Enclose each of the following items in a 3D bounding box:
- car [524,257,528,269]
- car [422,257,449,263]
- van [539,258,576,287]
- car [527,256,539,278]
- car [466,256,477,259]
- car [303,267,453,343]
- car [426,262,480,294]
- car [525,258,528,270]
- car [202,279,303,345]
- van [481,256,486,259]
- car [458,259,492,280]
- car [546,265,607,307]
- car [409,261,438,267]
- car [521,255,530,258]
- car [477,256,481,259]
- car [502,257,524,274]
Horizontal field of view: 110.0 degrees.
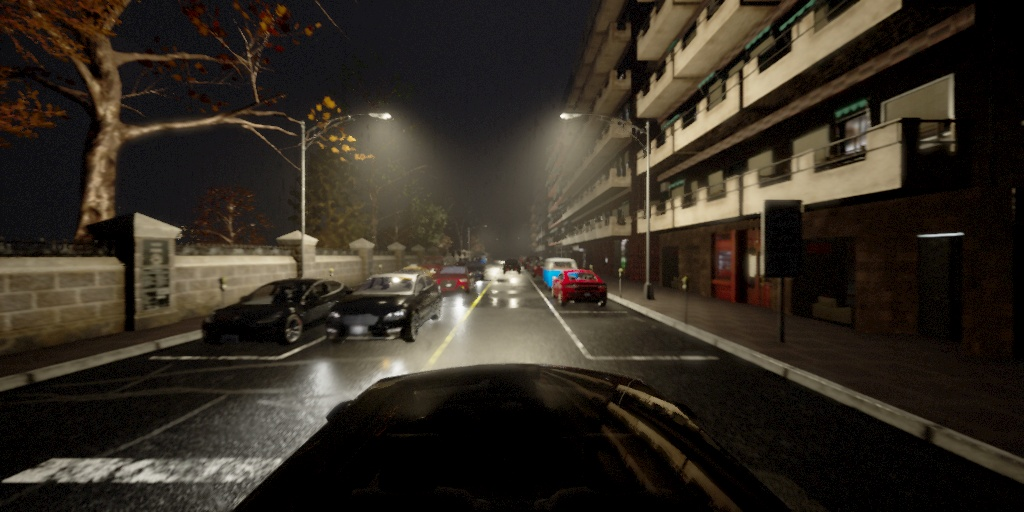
[{"bbox_3d":[2.681,1.133,43.185,1.888,1.381,4.507,0,0,0],"label":"car"},{"bbox_3d":[-5.696,0.962,26.294,2.192,1.841,5.009,0,0,0],"label":"car"},{"bbox_3d":[2.686,1.011,20.666,1.690,1.789,3.998,0,0,0],"label":"van"},{"bbox_3d":[2.683,1.067,31.926,1.967,1.591,4.097,0,0,0],"label":"car"},{"bbox_3d":[-5.700,1.027,43.185,1.967,1.591,4.097,0,0,0],"label":"car"},{"bbox_3d":[-3.112,1.207,9.630,2.128,1.511,4.902,0,0,-1],"label":"car"},{"bbox_3d":[-3.101,1.238,19.644,1.994,1.385,4.181,0,0,0],"label":"car"},{"bbox_3d":[2.682,1.158,37.556,2.007,1.370,4.403,0,0,0],"label":"car"},{"bbox_3d":[-5.692,1.282,9.403,1.948,1.339,4.313,0,0,0],"label":"car"},{"bbox_3d":[-5.703,0.875,60.074,1.690,1.789,3.998,0,0,0],"label":"van"},{"bbox_3d":[-3.103,1.180,30.238,2.033,1.411,5.357,0,0,0],"label":"car"},{"bbox_3d":[2.687,1.238,15.035,1.888,1.381,4.507,0,0,0],"label":"car"},{"bbox_3d":[-5.695,1.195,20.495,1.751,1.417,4.829,0,0,0],"label":"car"},{"bbox_3d":[2.680,0.884,48.816,2.192,1.841,5.009,0,0,0],"label":"car"},{"bbox_3d":[-5.700,1.008,48.814,1.967,1.591,4.097,0,0,0],"label":"car"},{"bbox_3d":[-0.007,1.112,37.998,1.837,1.490,4.892,0,1,0],"label":"car"}]
